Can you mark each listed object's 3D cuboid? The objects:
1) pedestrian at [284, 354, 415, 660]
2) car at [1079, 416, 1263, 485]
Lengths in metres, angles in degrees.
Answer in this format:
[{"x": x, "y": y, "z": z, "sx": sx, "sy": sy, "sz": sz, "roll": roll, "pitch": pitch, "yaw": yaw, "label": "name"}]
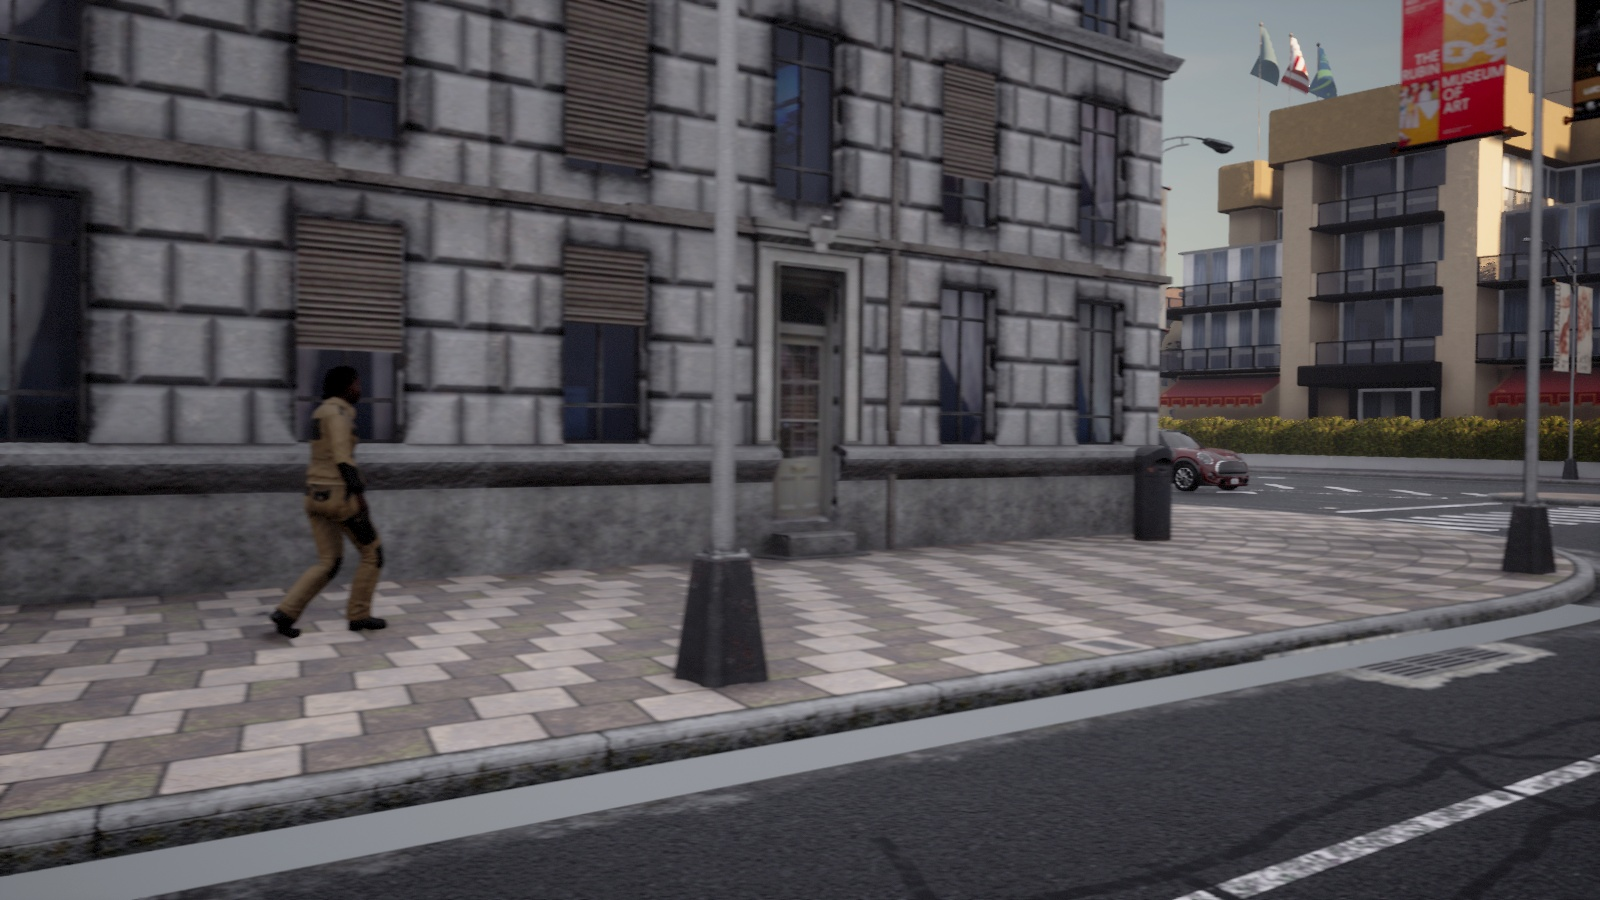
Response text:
[{"x": -2.969, "y": 0.352, "z": 8.291, "sx": 0.692, "sy": 1.930, "sz": 0.396, "roll": -1, "pitch": 1, "yaw": -42, "label": "pedestrian"}, {"x": 10.239, "y": -0.023, "z": 34.937, "sx": 2.097, "sy": 1.767, "sz": 4.553, "roll": -1, "pitch": 1, "yaw": -37, "label": "car"}]
